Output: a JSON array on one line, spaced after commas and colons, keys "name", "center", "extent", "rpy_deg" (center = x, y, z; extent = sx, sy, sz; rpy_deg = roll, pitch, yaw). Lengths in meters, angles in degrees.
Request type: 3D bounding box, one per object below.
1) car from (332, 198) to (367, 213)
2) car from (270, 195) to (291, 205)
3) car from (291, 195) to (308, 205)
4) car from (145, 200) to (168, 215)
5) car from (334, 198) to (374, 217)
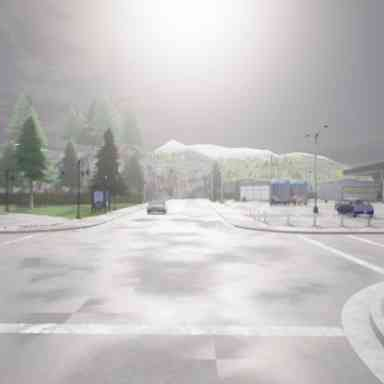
[{"name": "car", "center": [16.959, 1.373, 35.952], "extent": [1.970, 1.475, 3.806], "rpy_deg": [0, 0, 0]}, {"name": "car", "center": [14.127, 1.322, 54.590], "extent": [2.007, 1.523, 4.514], "rpy_deg": [0, 0, 0]}, {"name": "car", "center": [17.264, 1.313, 54.616], "extent": [2.152, 1.636, 5.027], "rpy_deg": [0, 0, 0]}, {"name": "car", "center": [-3.546, 1.522, 34.245], "extent": [1.812, 1.442, 4.674], "rpy_deg": [0, 0, 0]}, {"name": "car", "center": [13.916, 1.365, 28.557], "extent": [1.845, 1.501, 3.633], "rpy_deg": [0, 0, 0]}]
